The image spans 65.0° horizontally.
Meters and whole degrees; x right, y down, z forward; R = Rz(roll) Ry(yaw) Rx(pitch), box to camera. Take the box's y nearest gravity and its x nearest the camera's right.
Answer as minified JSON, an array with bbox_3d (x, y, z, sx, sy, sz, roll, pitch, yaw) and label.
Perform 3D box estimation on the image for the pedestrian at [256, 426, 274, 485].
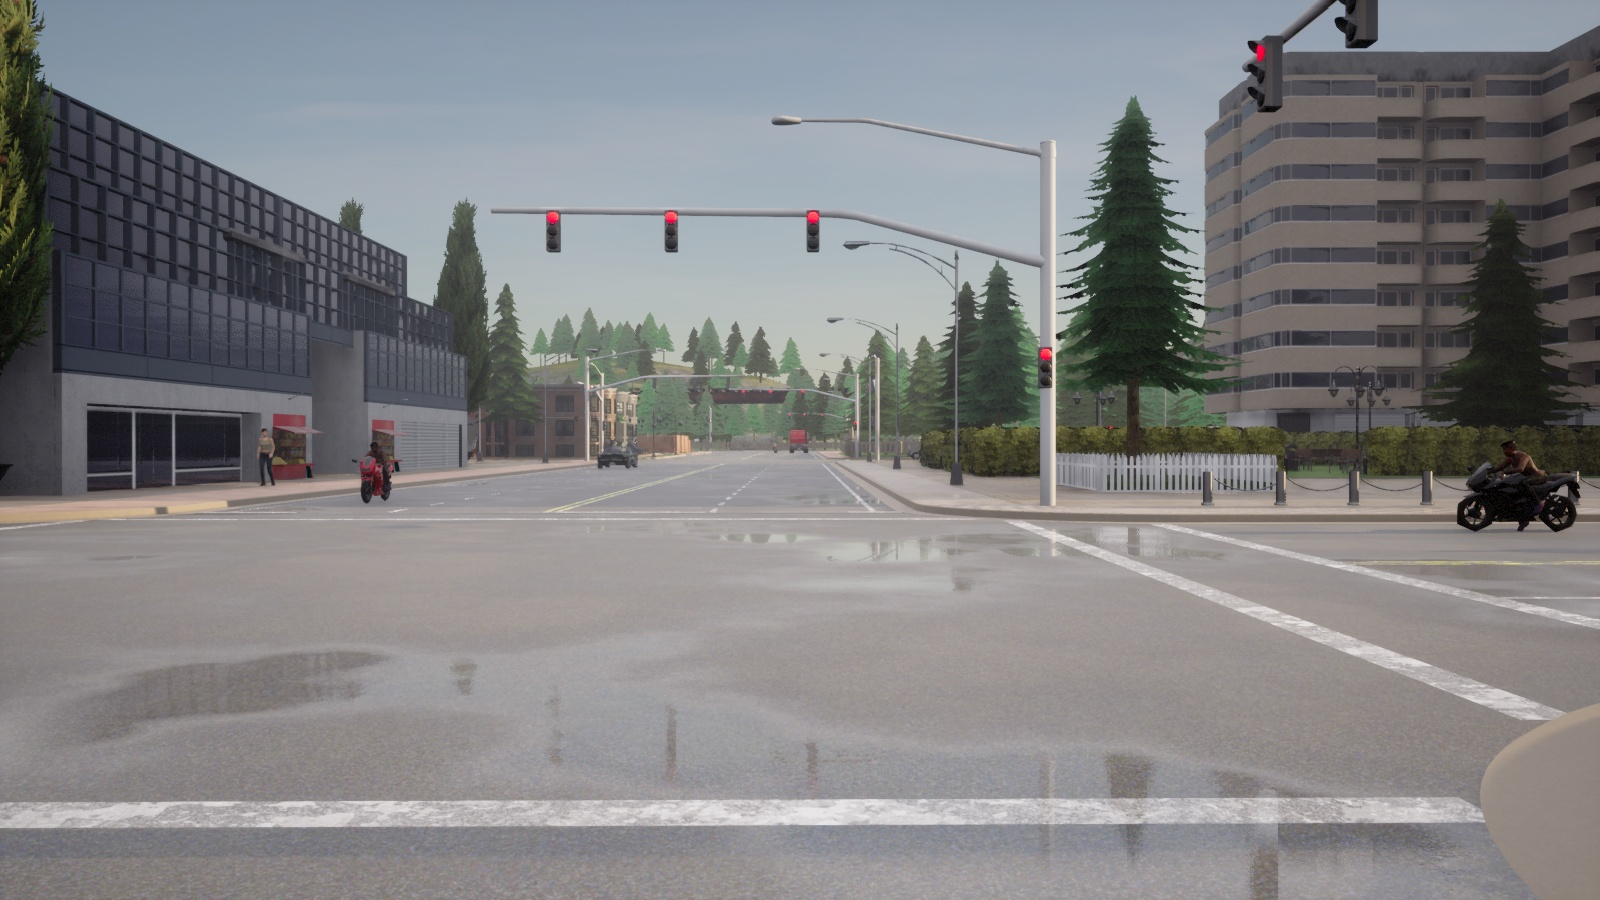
[{"bbox_3d":[-16.769,0.169,39.373,0.345,1.836,0.594,0,0,-3],"label":"pedestrian"}]

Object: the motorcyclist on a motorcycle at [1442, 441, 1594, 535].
[{"bbox_3d":[11.870,0.621,20.800,2.044,1.523,0.797,0,0,0],"label":"motorcyclist on a motorcycle"}]

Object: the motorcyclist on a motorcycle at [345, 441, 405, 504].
[{"bbox_3d":[-10.665,0.542,31.586,0.797,1.523,2.044,0,0,0],"label":"motorcyclist on a motorcycle"}]

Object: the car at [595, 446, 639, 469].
[{"bbox_3d":[-10.666,0.424,73.393,1.895,1.301,4.718,0,0,0],"label":"car"}]
